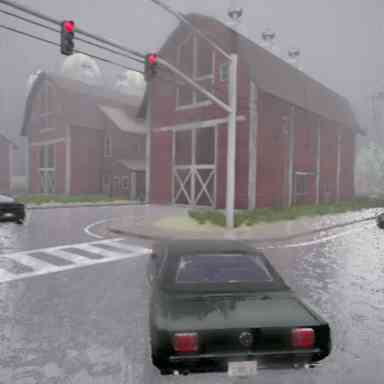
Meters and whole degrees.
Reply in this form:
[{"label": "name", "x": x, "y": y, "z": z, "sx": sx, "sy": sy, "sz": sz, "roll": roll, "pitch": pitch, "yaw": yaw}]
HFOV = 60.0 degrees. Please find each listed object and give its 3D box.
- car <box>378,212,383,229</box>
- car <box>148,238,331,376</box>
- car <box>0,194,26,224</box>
[{"label": "car", "x": 11.606, "y": 1.276, "z": 18.023, "sx": 1.994, "sy": 1.385, "sz": 4.181, "roll": 2, "pitch": 2, "yaw": 43}, {"label": "car", "x": 0.260, "y": 1.434, "z": 5.574, "sx": 1.895, "sy": 1.301, "sz": 4.718, "roll": 1, "pitch": 2, "yaw": -7}, {"label": "car", "x": -10.187, "y": 0.791, "z": 16.767, "sx": 5.008, "sy": 1.535, "sz": 1.882, "roll": 3, "pitch": 3, "yaw": 41}]
